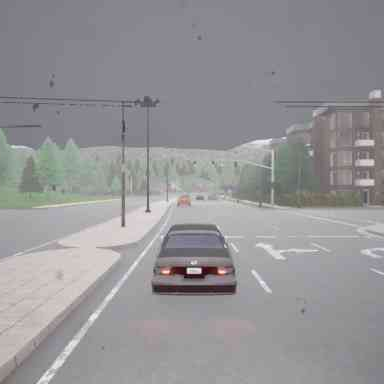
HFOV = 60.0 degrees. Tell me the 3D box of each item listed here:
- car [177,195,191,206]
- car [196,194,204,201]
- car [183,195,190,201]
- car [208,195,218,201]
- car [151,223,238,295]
[{"bbox_3d":[-1.300,1.352,54.588,2.097,1.767,4.553,0,0,-1],"label":"car"},{"bbox_3d":[2.069,1.477,85.448,1.882,1.535,5.008,0,0,0],"label":"car"},{"bbox_3d":[-1.431,1.523,85.413,1.812,1.442,4.674,0,0,0],"label":"car"},{"bbox_3d":[5.569,1.539,85.452,2.033,1.411,5.357,0,0,0],"label":"car"},{"bbox_3d":[0.052,1.547,8.841,2.033,1.411,5.357,0,0,0],"label":"car"}]
